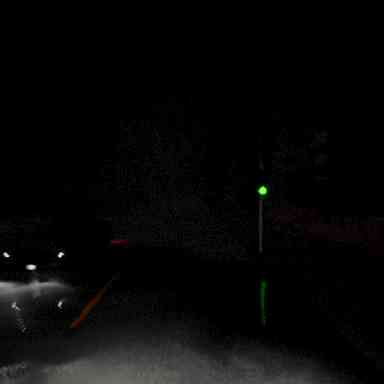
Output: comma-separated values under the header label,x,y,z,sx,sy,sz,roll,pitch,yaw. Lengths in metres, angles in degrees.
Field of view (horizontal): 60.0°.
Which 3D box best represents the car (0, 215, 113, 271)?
label,x,y,z,sx,sy,sz,roll,pitch,yaw
car,-4.004,1.476,10.947,2.033,1.411,5.357,0,0,0
